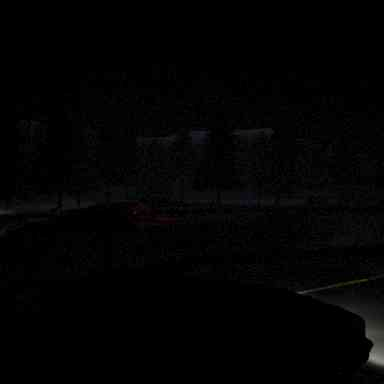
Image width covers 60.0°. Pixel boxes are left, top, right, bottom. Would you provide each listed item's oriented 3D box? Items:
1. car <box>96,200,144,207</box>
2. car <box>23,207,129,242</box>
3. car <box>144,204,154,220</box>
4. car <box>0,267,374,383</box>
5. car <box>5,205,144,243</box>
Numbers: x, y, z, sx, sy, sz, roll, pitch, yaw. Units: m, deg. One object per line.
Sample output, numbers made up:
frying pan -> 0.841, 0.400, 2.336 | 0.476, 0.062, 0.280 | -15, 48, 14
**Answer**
car -> -5.650, 1.434, 20.671 | 4.674, 1.442, 1.812 | 0, 0, -29
car -> -5.729, 1.525, 16.644 | 4.718, 1.301, 1.895 | 0, 0, -31
car -> -5.324, 1.371, 24.846 | 5.008, 1.535, 1.882 | 0, 0, -28
car -> -0.469, 1.533, 3.277 | 5.357, 1.411, 2.033 | 0, 0, -33
car -> -4.643, 1.444, 13.152 | 4.892, 1.490, 1.837 | 0, 0, -32
